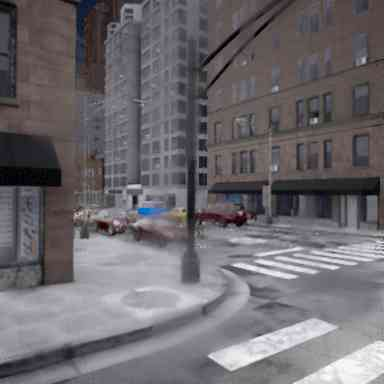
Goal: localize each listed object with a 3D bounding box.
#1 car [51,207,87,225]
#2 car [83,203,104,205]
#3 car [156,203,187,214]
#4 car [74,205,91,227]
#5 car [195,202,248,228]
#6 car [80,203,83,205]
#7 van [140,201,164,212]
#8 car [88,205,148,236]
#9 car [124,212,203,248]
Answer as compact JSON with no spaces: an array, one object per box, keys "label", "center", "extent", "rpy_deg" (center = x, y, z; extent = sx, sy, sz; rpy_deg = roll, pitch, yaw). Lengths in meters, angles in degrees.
[{"label":"car","center":[-11.181,2.079,30.081],"extent":[1.947,1.339,4.313],"rpy_deg":[0,0,-36]},{"label":"car","center":[-7.901,2.056,30.260],"extent":[2.033,1.411,5.357],"rpy_deg":[0,-1,-36]},{"label":"car","center":[-1.145,2.020,30.706],"extent":[1.752,1.417,4.829],"rpy_deg":[-1,0,-36]},{"label":"car","center":[-7.879,1.965,25.467],"extent":[1.752,1.417,4.829],"rpy_deg":[0,0,-36]},{"label":"car","center":[2.155,1.737,26.093],"extent":[2.192,1.841,5.009],"rpy_deg":[-1,0,-36]},{"label":"car","center":[-17.066,2.401,52.947],"extent":[1.887,1.381,4.507],"rpy_deg":[-1,0,-36]},{"label":"van","center":[-4.252,1.904,35.044],"extent":[1.690,1.788,3.998],"rpy_deg":[-1,0,-36]},{"label":"car","center":[-4.776,1.812,21.130],"extent":[1.967,1.590,4.097],"rpy_deg":[0,0,-36]},{"label":"car","center":[-1.570,1.885,16.654],"extent":[1.802,1.307,4.206],"rpy_deg":[0,0,-36]}]
